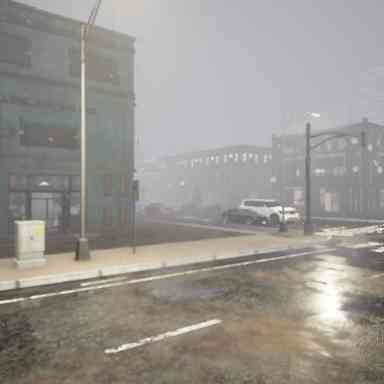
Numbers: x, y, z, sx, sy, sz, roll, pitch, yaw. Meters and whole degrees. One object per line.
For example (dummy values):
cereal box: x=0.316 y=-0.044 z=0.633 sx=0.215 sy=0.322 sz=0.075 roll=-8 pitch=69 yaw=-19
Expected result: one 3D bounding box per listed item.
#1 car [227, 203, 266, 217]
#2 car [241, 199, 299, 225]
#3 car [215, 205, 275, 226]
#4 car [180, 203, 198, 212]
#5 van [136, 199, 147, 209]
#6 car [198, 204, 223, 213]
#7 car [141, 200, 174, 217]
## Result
car: x=6.311 y=2.061 z=38.811 sx=2.008 sy=1.369 sz=4.403 roll=-1 pitch=0 yaw=-35
car: x=6.451 y=1.642 z=28.638 sx=2.150 sy=2.045 sz=5.566 roll=0 pitch=-1 yaw=-35
car: x=4.218 y=1.988 z=27.085 sx=1.947 sy=1.339 sz=4.313 roll=-1 pitch=0 yaw=-35
car: x=-0.104 y=2.218 z=47.832 sx=1.802 sy=1.307 sz=4.206 roll=-1 pitch=0 yaw=-35
van: x=-9.733 y=2.159 z=61.365 sx=1.690 sy=1.788 sz=3.998 roll=-1 pitch=0 yaw=-35
car: x=3.103 y=2.156 z=43.322 sx=1.802 sy=1.307 sz=4.206 roll=-1 pitch=0 yaw=-35
car: x=-3.728 y=2.022 z=38.464 sx=1.967 sy=1.590 sz=4.097 roll=-1 pitch=0 yaw=-35
